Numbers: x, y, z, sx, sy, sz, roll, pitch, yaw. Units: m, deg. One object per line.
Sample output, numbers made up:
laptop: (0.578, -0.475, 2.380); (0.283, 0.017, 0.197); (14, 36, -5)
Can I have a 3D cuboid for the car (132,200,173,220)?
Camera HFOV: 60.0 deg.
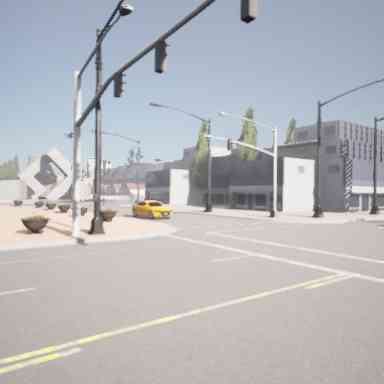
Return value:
car: (-3.530, 1.505, 29.027); (1.882, 1.535, 5.008); (1, 0, -35)
